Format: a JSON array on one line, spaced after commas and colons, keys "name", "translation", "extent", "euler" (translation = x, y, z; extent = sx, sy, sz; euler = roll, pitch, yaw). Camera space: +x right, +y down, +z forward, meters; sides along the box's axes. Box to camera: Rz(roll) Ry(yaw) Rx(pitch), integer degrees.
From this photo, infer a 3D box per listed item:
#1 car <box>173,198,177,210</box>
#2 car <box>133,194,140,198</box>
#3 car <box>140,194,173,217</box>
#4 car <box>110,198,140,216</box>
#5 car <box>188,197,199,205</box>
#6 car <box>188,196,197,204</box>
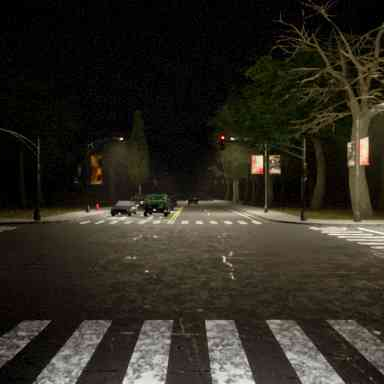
[{"name": "car", "translation": [-3.262, 1.608, 41.496], "extent": [1.994, 1.385, 4.181], "euler": [0, 0, 1]}, {"name": "car", "translation": [-6.518, 1.271, 42.816], "extent": [2.150, 2.045, 5.566], "euler": [0, 0, 0]}, {"name": "car", "translation": [-3.289, 1.240, 32.085], "extent": [2.150, 2.045, 5.566], "euler": [0, 0, 0]}, {"name": "car", "translation": [-6.538, 1.567, 32.631], "extent": [2.033, 1.411, 5.357], "euler": [0, 0, 0]}, {"name": "car", "translation": [0.221, 1.672, 62.231], "extent": [2.128, 1.511, 4.902], "euler": [0, 0, 0]}, {"name": "car", "translation": [0.190, 1.739, 72.598], "extent": [1.882, 1.535, 5.008], "euler": [0, 0, 0]}]
